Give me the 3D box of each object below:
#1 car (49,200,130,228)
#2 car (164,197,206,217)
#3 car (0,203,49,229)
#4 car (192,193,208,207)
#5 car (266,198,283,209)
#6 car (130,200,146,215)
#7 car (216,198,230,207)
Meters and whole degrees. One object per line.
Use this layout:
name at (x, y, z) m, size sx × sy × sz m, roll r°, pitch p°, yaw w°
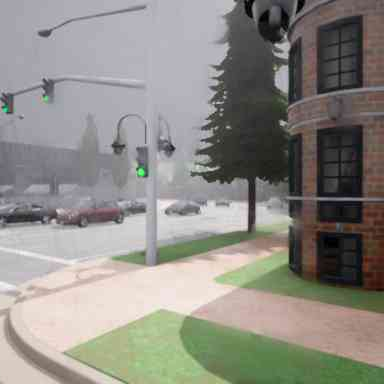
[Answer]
car at (-6.717, 1.323, 22.257) m, size 2.097 × 1.767 × 4.553 m, roll 0°, pitch 0°, yaw 34°
car at (-0.777, 1.496, 31.482) m, size 1.812 × 1.442 × 4.674 m, roll 0°, pitch 0°, yaw 28°
car at (-11.295, 1.457, 21.784) m, size 2.128 × 1.511 × 4.902 m, roll 0°, pitch 0°, yaw 35°
car at (1.294, 1.180, 51.989) m, size 2.150 × 2.045 × 5.566 m, roll 0°, pitch 0°, yaw 1°
car at (11.323, 1.499, 45.775) m, size 1.812 × 1.442 × 4.674 m, roll 0°, pitch 0°, yaw 8°
car at (-5.595, 1.455, 30.263) m, size 2.128 × 1.511 × 4.902 m, roll 0°, pitch 0°, yaw 31°
car at (4.587, 1.526, 49.498) m, size 1.994 × 1.385 × 4.181 m, roll 0°, pitch 0°, yaw 4°
